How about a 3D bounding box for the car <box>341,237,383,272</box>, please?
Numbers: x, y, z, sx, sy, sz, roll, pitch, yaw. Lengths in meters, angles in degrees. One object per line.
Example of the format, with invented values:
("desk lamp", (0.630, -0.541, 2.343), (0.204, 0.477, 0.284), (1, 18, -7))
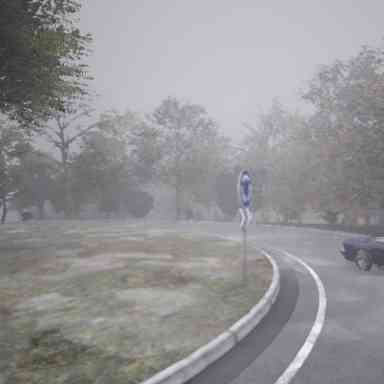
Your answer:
("car", (6.569, 1.669, 8.924), (1.895, 1.301, 4.718), (0, -1, -32))
